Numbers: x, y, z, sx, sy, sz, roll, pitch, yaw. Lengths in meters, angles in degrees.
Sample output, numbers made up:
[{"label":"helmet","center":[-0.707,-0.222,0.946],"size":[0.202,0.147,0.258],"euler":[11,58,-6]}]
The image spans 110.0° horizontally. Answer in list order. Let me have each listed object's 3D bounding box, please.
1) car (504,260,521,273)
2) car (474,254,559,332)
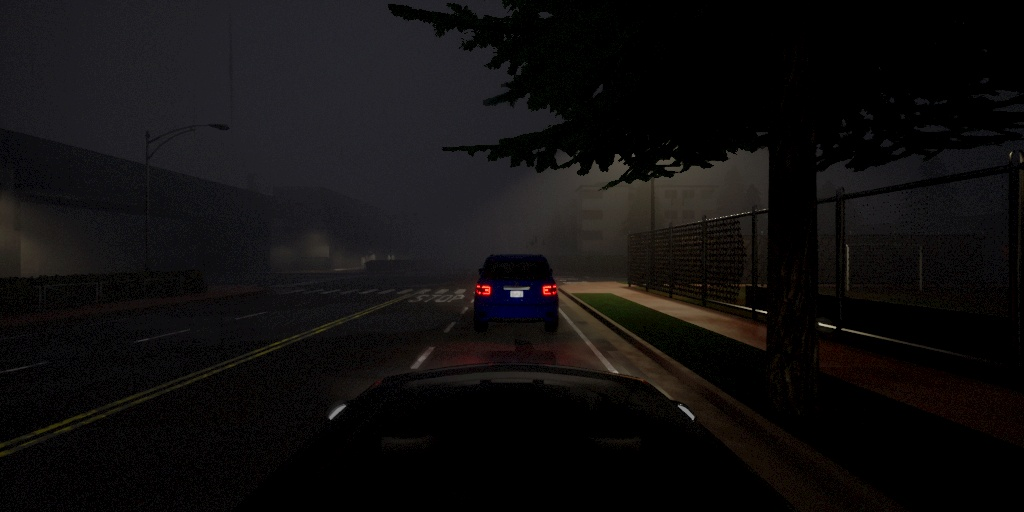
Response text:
[{"label":"car","center":[0.024,1.241,45.667],"size":[2.128,1.511,4.902],"euler":[0,0,0]},{"label":"car","center":[0.115,0.972,10.977],"size":[2.150,2.045,5.566],"euler":[0,0,0]}]
